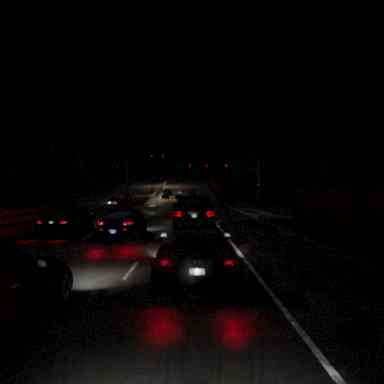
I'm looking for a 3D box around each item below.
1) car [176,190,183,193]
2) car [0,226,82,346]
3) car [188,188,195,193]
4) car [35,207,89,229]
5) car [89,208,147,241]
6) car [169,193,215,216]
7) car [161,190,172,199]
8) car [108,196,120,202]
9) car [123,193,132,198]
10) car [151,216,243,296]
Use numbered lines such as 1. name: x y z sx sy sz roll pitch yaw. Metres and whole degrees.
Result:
1. car: -3.593 1.042 88.440 1.812 1.442 4.674 0 3 0
2. car: -3.402 1.524 5.037 1.812 1.442 4.674 0 0 0
3. car: -0.091 0.766 88.055 2.150 2.045 5.566 0 3 0
4. car: -6.895 1.541 18.758 2.033 1.411 5.357 0 0 0
5. car: -3.398 1.520 16.626 1.812 1.442 4.674 0 0 0
6. car: 0.102 1.215 18.341 2.150 2.045 5.566 0 0 0
7. car: -7.093 1.042 88.421 1.812 1.442 4.674 0 3 0
8. car: -17.522 1.550 75.245 1.895 1.301 4.718 0 0 0
9. car: -17.606 0.896 90.776 1.895 1.301 4.718 0 3 0
10. car: 0.101 1.561 8.656 1.994 1.385 4.181 0 0 0
